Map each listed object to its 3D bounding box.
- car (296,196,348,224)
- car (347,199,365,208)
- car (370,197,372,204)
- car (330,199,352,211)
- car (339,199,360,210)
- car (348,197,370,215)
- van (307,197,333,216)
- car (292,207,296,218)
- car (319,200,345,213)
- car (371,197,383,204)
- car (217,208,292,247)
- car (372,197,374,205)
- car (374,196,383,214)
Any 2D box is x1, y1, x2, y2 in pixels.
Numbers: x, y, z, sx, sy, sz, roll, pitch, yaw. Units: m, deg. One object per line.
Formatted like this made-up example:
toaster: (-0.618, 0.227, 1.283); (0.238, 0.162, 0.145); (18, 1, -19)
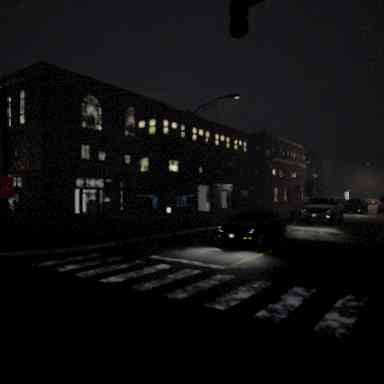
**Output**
car: (10.338, 1.342, 26.146); (2.150, 2.045, 5.566); (0, -1, 35)
car: (26.399, 1.828, 53.512); (2.008, 1.369, 4.403); (0, 0, 35)
car: (29.576, 1.859, 58.034); (2.008, 1.369, 4.403); (0, 0, 35)
car: (19.947, 1.742, 44.330); (1.752, 1.417, 4.829); (0, 0, 35)
car: (23.222, 1.798, 48.991); (2.008, 1.369, 4.403); (0, 0, 35)
car: (18.146, 1.537, 37.200); (2.097, 1.767, 4.553); (0, 0, 35)
van: (13.690, 1.501, 35.428); (1.690, 1.788, 3.998); (0, 0, 35)
car: (10.415, 1.657, 30.767); (1.752, 1.417, 4.829); (0, 0, 35)
car: (16.867, 1.739, 39.948); (2.008, 1.369, 4.403); (0, 0, 35)
car: (42.285, 1.876, 76.118); (1.967, 1.590, 4.097); (0, -1, 35)
car: (2.948, 1.565, 15.669); (1.837, 1.490, 4.892); (0, 0, 34)
car: (35.930, 1.811, 67.075); (1.967, 1.590, 4.097); (0, 0, 35)
car: (22.902, 1.432, 38.455); (2.150, 2.045, 5.566); (0, 0, 35)
